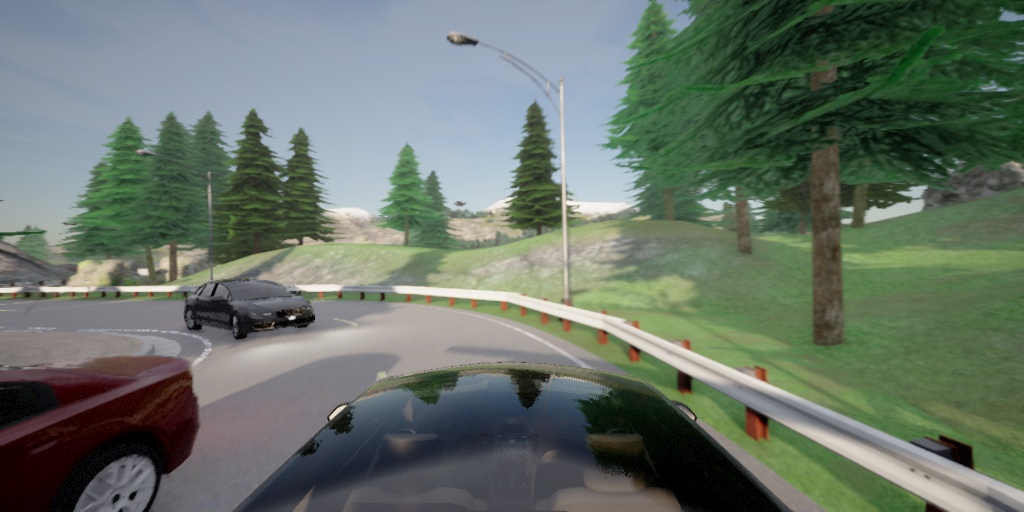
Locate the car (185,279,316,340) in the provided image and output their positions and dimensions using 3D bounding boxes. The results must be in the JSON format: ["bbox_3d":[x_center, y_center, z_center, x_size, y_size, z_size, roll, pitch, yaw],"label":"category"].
[{"bbox_3d":[-7.950,1.453,10.770,4.892,1.490,1.837,-1,0,30],"label":"car"}]

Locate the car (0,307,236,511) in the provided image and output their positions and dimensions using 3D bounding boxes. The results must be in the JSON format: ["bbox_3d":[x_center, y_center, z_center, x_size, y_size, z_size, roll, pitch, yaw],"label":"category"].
[{"bbox_3d":[-3.702,1.315,1.087,1.882,1.535,5.008,-1,0,-1],"label":"car"}]
